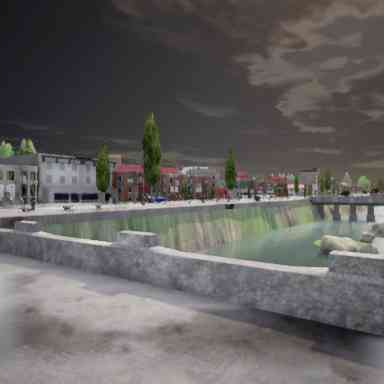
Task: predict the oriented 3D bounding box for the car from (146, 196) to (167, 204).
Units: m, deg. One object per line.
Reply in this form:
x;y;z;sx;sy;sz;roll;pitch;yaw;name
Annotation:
-6.915;1.511;65.071;1.882;1.535;5.008;0;0;35;car
